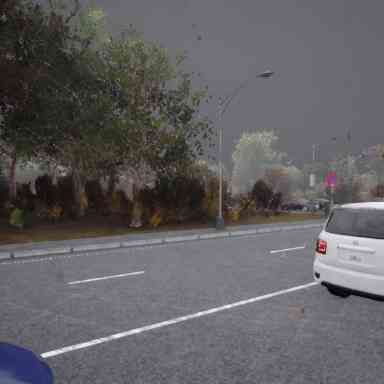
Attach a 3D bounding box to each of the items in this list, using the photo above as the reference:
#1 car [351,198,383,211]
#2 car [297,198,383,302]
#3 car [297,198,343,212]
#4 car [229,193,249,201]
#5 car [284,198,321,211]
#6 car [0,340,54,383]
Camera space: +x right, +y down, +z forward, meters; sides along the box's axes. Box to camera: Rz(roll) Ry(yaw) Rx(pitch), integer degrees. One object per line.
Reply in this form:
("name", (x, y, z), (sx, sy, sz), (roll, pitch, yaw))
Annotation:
("car", (23.017, 1.504, 41.882), (2.128, 1.511, 4.902), (0, 0, -33))
("car", (5.013, 1.224, 7.330), (5.566, 2.045, 2.150), (0, 0, -35))
("car", (15.530, 1.502, 40.514), (2.128, 1.511, 4.902), (0, 0, -32))
("car", (7.255, 1.224, 47.059), (2.150, 2.045, 5.566), (0, 0, -32))
("car", (12.500, 1.501, 38.729), (2.128, 1.511, 4.902), (0, 0, -33))
("car", (-3.107, 1.525, 1.526), (4.674, 1.442, 1.812), (0, 0, -36))
